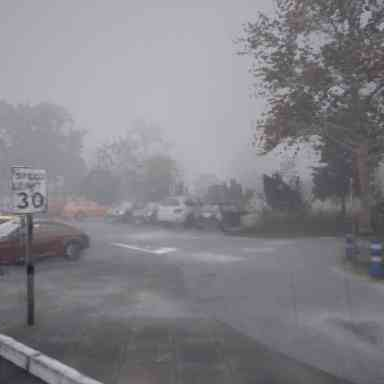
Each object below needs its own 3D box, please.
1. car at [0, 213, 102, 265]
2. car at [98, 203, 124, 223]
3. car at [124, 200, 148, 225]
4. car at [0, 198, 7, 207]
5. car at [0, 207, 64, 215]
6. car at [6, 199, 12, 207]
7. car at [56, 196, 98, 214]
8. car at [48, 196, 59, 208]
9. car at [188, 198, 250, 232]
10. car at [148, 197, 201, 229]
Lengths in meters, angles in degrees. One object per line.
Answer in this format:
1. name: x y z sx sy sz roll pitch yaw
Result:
1. car: -5.594 1.629 10.997 2.002 1.452 4.674 0 -1 36
2. car: -4.724 1.491 26.495 2.185 1.767 4.553 0 0 36
3. car: -2.462 1.481 24.871 2.185 1.767 4.553 0 0 36
4. car: -18.231 1.703 36.120 2.163 1.488 4.792 0 0 36
5. car: -7.857 1.595 12.375 1.946 1.575 5.366 0 0 36
6. car: -15.947 1.664 34.523 2.097 1.535 5.008 0 0 36
7. car: -9.184 1.510 29.621 2.185 1.767 4.553 0 0 36
8. car: -11.512 1.394 31.366 2.435 2.045 5.566 0 0 36
9. car: 2.127 1.462 21.498 2.185 1.767 4.553 0 0 36
10. car: -0.100 1.346 23.171 2.435 2.045 5.566 0 0 36
